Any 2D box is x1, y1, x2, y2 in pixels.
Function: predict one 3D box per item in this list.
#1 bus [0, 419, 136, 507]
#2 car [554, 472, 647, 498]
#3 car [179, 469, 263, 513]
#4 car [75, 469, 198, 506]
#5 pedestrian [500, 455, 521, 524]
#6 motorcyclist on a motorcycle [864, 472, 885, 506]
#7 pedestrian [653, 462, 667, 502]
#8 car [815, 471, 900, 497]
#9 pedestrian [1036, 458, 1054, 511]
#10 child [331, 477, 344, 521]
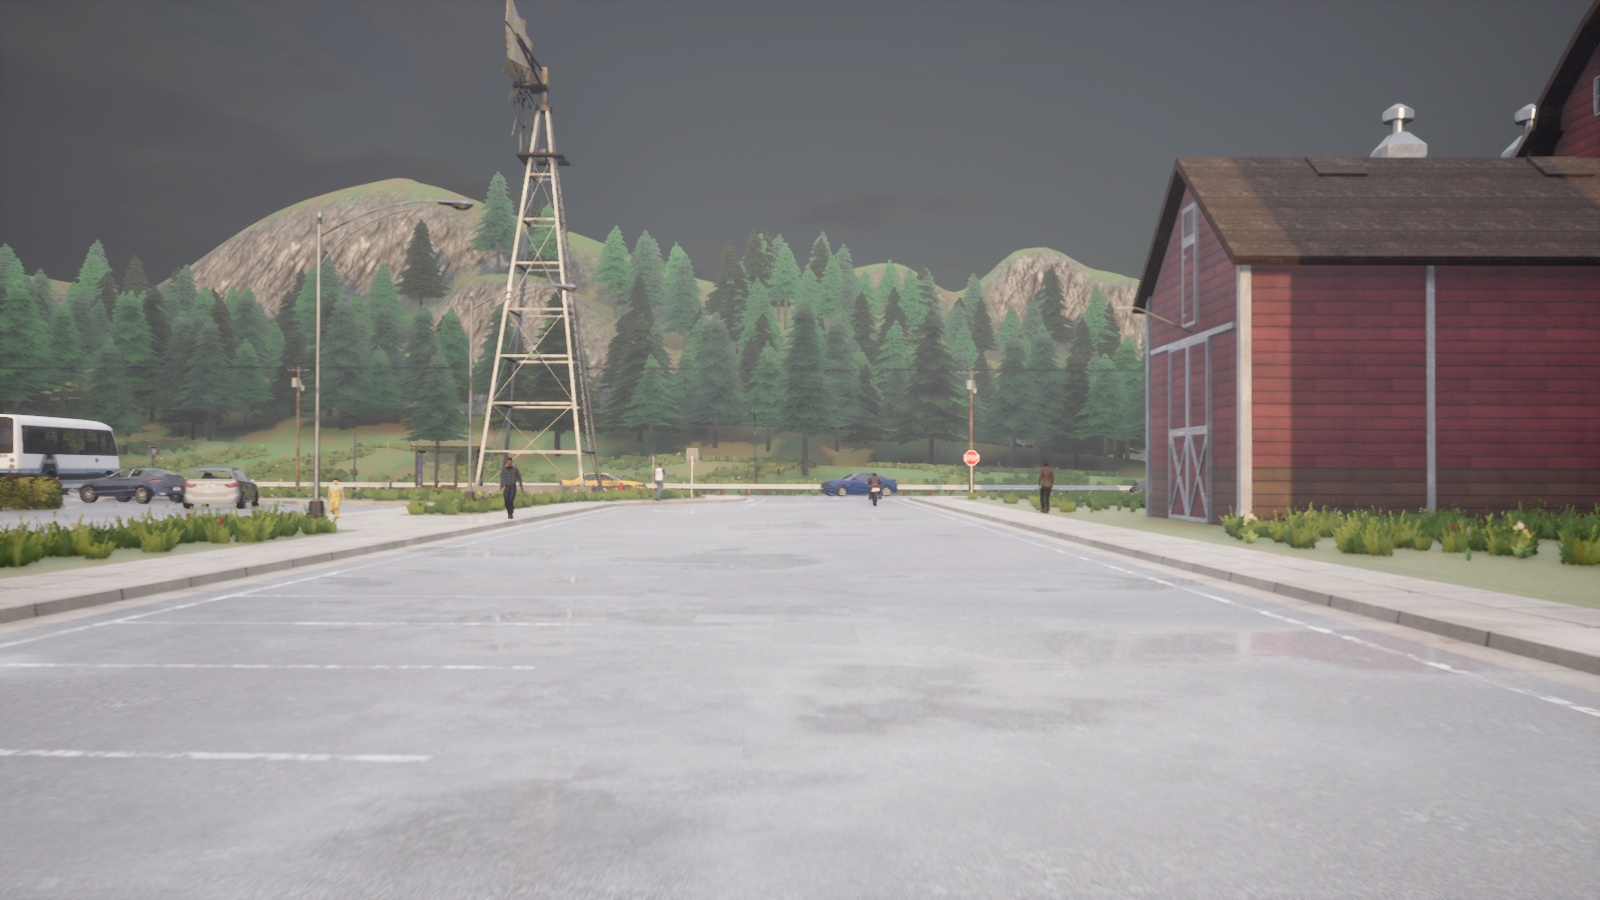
[{"bbox_3d":[-39.672,0.730,66.371,3.944,4.253,10.273,0,-1,-1],"label":"bus"},{"bbox_3d":[-12.151,2.111,76.650,5.366,1.575,1.801,0,-1,1],"label":"car"},{"bbox_3d":[-23.186,1.614,50.496,2.242,1.667,4.611,0,-1,-14],"label":"car"},{"bbox_3d":[-30.356,1.696,57.467,5.027,1.651,2.152,-1,-1,21],"label":"car"},{"bbox_3d":[-8.300,1.119,36.054,0.423,1.949,0.788,0,-1,0],"label":"pedestrian"},{"bbox_3d":[3.363,1.751,56.636,0.797,1.523,2.044,0,-1,0],"label":"motorcyclist on a motorcycle"},{"bbox_3d":[-6.557,1.499,58.731,0.354,1.836,0.706,-1,-1,20],"label":"pedestrian"},{"bbox_3d":[3.601,2.117,78.392,5.008,1.535,1.882,0,-1,-24],"label":"car"},{"bbox_3d":[8.356,1.169,42.889,0.328,1.805,0.869,0,-1,-7],"label":"pedestrian"},{"bbox_3d":[-13.389,1.425,36.341,0.270,1.263,0.437,0,-1,-9],"label":"child"}]
